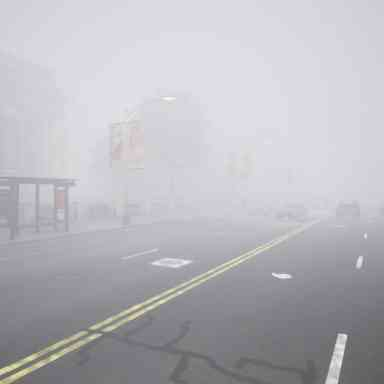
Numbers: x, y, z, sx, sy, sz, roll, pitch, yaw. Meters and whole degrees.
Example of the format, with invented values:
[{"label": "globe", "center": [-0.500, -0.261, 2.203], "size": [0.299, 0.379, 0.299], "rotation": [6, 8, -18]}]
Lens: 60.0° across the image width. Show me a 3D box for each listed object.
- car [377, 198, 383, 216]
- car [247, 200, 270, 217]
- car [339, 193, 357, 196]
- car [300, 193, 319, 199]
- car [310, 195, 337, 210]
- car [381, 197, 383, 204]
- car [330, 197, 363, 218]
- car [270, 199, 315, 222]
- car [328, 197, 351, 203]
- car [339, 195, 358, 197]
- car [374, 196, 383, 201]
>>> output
[{"label": "car", "center": [17.810, 1.524, 29.071], "size": [1.812, 1.442, 4.674], "rotation": [-1, 0, 21]}, {"label": "car", "center": [6.783, 1.524, 31.493], "size": [1.812, 1.442, 4.674], "rotation": [0, 0, 29]}, {"label": "car", "center": [29.369, 1.223, 62.925], "size": [5.566, 2.045, 2.150], "rotation": [0, 0, -40]}, {"label": "car", "center": [18.204, 1.218, 51.131], "size": [2.150, 2.045, 5.566], "rotation": [0, 0, 36]}, {"label": "car", "center": [16.927, 1.490, 42.376], "size": [2.128, 1.511, 4.902], "rotation": [0, 0, 30]}, {"label": "car", "center": [39.325, 1.577, 65.118], "size": [4.718, 1.301, 1.895], "rotation": [0, 0, -28]}, {"label": "car", "center": [14.005, 1.490, 29.687], "size": [2.128, 1.511, 4.902], "rotation": [0, 0, 29]}, {"label": "car", "center": [8.258, 1.547, 26.942], "size": [2.033, 1.411, 5.357], "rotation": [0, 0, 29]}, {"label": "car", "center": [29.763, 1.592, 67.156], "size": [4.718, 1.301, 1.895], "rotation": [0, 0, -31]}, {"label": "car", "center": [26.834, 1.599, 56.003], "size": [4.718, 1.301, 1.895], "rotation": [0, 0, -44]}, {"label": "car", "center": [33.701, 1.523, 57.106], "size": [4.674, 1.442, 1.812], "rotation": [0, 0, -39]}]
